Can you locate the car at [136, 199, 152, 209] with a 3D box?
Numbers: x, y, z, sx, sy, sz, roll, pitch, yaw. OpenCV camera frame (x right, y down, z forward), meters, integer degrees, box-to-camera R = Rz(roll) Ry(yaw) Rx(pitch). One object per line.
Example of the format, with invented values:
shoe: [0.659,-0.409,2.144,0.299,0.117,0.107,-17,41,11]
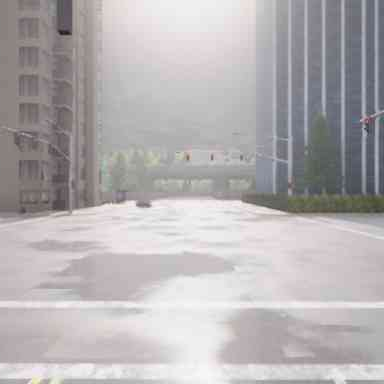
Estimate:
car: [-6.949,1.688,48.350,1.895,1.301,4.718,0,0,0]
